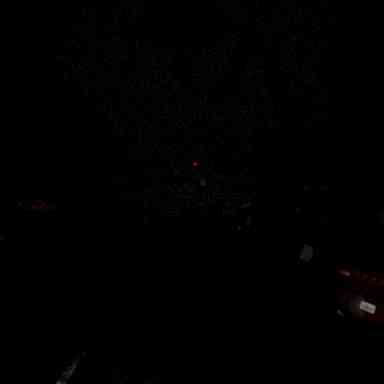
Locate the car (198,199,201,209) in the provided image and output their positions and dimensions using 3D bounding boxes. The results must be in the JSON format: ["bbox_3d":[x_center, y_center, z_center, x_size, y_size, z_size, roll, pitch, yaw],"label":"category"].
[{"bbox_3d":[3.453,1.194,35.644,4.553,1.767,2.185,1,1,-24],"label":"car"}]

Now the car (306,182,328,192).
[{"bbox_3d":[20.923,-0.617,54.027,2.435,2.045,5.566,-7,4,-29],"label":"car"}]

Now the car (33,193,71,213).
[{"bbox_3d":[-14.698,1.256,32.773,4.553,1.767,2.185,-1,1,-24],"label":"car"}]

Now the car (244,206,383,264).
[{"bbox_3d":[4.612,1.428,11.494,5.008,1.535,2.097,1,1,-22],"label":"car"}]

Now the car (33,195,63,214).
[{"bbox_3d":[-14.697,1.393,29.732,5.366,1.575,1.946,-1,1,-23],"label":"car"}]

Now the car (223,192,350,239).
[{"bbox_3d":[4.499,1.163,14.499,5.566,2.045,2.435,1,1,-22],"label":"car"}]

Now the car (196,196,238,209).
[{"bbox_3d":[3.131,1.328,41.625,4.792,1.488,2.163,0,0,-25],"label":"car"}]

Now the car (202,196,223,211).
[{"bbox_3d":[3.833,1.348,29.605,4.892,1.521,2.231,1,1,-24],"label":"car"}]

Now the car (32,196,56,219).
[{"bbox_3d":[-14.175,1.398,26.929,5.366,1.575,1.946,-1,0,-23],"label":"car"}]

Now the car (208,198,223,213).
[{"bbox_3d":[3.995,1.400,26.591,4.674,1.452,2.002,1,0,-23],"label":"car"}]

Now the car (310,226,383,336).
[{"bbox_3d":[4.715,1.455,5.457,5.008,1.535,2.097,1,0,-21],"label":"car"}]

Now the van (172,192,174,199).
[{"bbox_3d":[-1.949,1.093,82.149,4.442,1.987,1.878,0,1,-30],"label":"van"}]

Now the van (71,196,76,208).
[{"bbox_3d":[-14.846,1.143,35.763,4.442,1.987,1.878,-1,0,-24],"label":"van"}]

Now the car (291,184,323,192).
[{"bbox_3d":[17.968,-0.036,53.560,2.002,1.452,4.674,-7,4,-29],"label":"car"}]

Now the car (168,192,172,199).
[{"bbox_3d":[-2.371,1.051,85.158,5.566,2.045,2.435,0,1,-30],"label":"car"}]

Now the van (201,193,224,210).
[{"bbox_3d":[3.531,1.106,32.569,4.442,1.987,1.878,1,0,-24],"label":"van"}]

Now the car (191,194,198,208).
[{"bbox_3d":[3.024,1.301,38.566,5.366,1.575,1.946,1,0,-25],"label":"car"}]

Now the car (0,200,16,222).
[{"bbox_3d":[-14.020,1.467,20.937,4.674,1.452,2.002,-1,1,-22],"label":"car"}]

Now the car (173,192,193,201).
[{"bbox_3d":[-1.398,1.211,79.223,4.553,1.767,2.185,0,0,-29],"label":"car"}]

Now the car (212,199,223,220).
[{"bbox_3d":[4.159,1.414,23.571,4.674,1.452,2.002,1,1,-23],"label":"car"}]

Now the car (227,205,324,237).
[{"bbox_3d":[4.413,1.441,17.539,4.674,1.452,2.002,1,0,-22],"label":"car"}]

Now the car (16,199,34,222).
[{"bbox_3d":[-14.172,1.456,23.895,4.674,1.452,2.002,-1,1,-23],"label":"car"}]
